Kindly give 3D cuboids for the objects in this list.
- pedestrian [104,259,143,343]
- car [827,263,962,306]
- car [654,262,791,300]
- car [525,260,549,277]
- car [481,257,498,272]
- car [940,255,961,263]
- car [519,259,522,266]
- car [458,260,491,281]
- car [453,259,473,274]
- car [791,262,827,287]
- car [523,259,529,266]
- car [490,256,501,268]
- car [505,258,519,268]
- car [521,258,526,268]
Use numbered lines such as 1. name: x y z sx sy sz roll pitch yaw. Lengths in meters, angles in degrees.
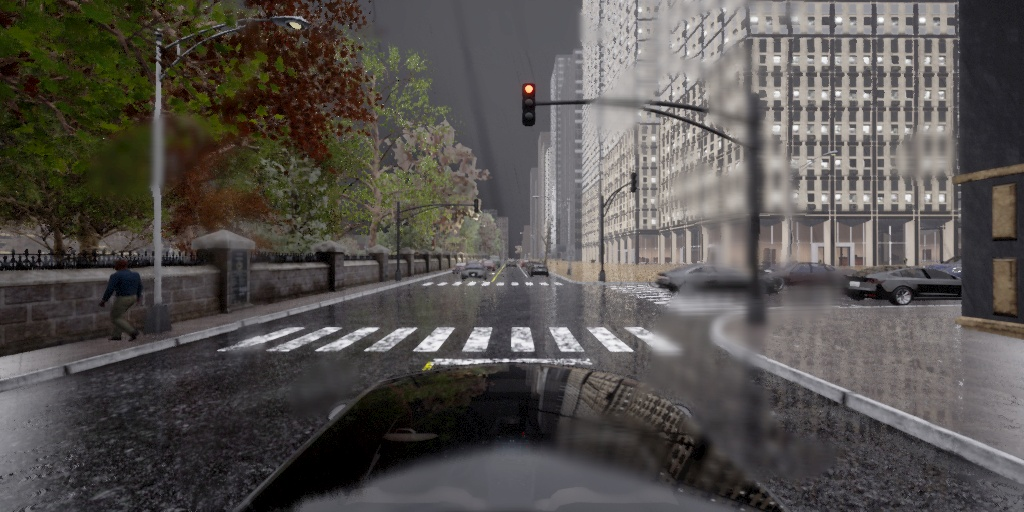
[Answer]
1. pedestrian: -8.244 0.892 7.657 0.375 1.860 0.375 0 0 0
2. car: 14.663 1.026 13.160 4.313 1.339 1.948 0 0 0
3. car: 8.934 1.074 15.918 4.902 1.511 2.128 -2 0 5
4. car: 2.625 1.330 35.720 1.948 1.339 4.313 0 0 0
5. car: -3.178 1.250 47.257 1.882 1.535 5.008 0 0 0
6. car: 24.505 0.669 19.025 4.553 1.767 2.097 -1 0 0
7. car: 2.573 1.336 63.883 1.888 1.381 4.507 0 0 0
8. car: -3.128 1.325 30.461 1.994 1.385 4.181 0 0 -1
9. car: -5.766 1.350 41.337 1.802 1.307 4.207 0 0 0
10. car: 15.107 1.025 18.958 5.357 1.411 2.033 -1 0 0
11. car: 2.615 1.334 41.353 1.948 1.339 4.313 0 0 0
12. car: -3.162 1.013 63.050 2.150 2.045 5.566 0 0 0
13. car: -0.116 1.294 62.551 1.837 1.490 4.892 0 0 0
14. car: 2.604 1.338 46.985 1.948 1.339 4.313 0 0 0
